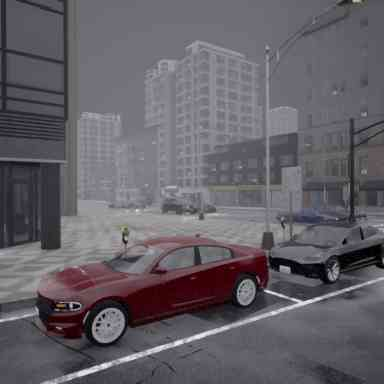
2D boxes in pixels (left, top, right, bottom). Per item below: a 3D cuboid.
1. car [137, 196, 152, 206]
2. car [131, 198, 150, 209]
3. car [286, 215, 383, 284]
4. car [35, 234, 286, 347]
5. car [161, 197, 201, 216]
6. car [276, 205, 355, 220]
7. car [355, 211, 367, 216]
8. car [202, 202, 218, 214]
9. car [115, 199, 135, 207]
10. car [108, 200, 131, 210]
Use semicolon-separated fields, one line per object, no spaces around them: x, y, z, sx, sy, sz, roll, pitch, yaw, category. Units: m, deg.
-10.320;1.926;68.998;2.150;2.045;5.566;0;0;-35;car
-9.520;2.152;56.442;1.837;1.490;4.892;0;-1;-35;car
4.099;1.564;9.576;4.313;1.339;1.947;0;0;-35;car
-0.496;1.544;6.299;4.507;1.381;1.887;0;0;-35;car
-1.624;1.659;39.491;2.150;2.045;5.566;0;0;-35;car
8.818;1.760;24.746;2.033;1.411;5.357;0;-1;-35;car
11.235;1.748;26.955;2.033;1.411;5.357;0;-1;-35;car
1.251;1.984;41.068;1.994;1.385;4.181;0;-1;-35;car
-13.858;2.283;68.377;2.033;1.411;5.357;0;0;-35;car
-12.366;2.219;54.845;1.837;1.490;4.892;0;0;-35;car
